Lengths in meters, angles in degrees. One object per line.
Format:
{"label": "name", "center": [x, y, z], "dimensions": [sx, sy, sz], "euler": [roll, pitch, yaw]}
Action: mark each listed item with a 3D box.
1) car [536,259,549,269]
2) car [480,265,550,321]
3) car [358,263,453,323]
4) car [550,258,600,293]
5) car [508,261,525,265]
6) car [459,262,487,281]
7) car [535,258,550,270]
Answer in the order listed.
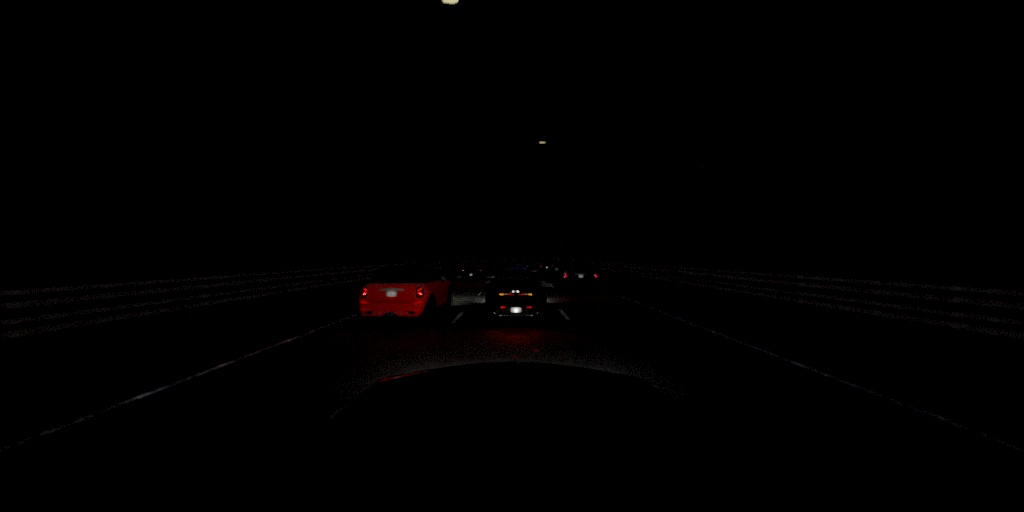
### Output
{"label": "car", "center": [4.758, 1.285, 56.611], "dimensions": [1.837, 1.490, 4.892], "euler": [0, 0, 3]}
{"label": "car", "center": [0.127, 1.233, 12.312], "dimensions": [1.837, 1.490, 4.892], "euler": [0, 0, 0]}
{"label": "car", "center": [-3.373, 1.080, 12.202], "dimensions": [2.097, 1.767, 4.553], "euler": [0, 0, 0]}
{"label": "car", "center": [3.606, 1.071, 20.722], "dimensions": [2.097, 1.767, 4.553], "euler": [0, 0, 1]}
{"label": "car", "center": [0.395, 1.196, 30.490], "dimensions": [1.882, 1.535, 5.008], "euler": [0, 0, 1]}
{"label": "car", "center": [-3.116, 1.243, 30.040], "dimensions": [1.812, 1.442, 4.674], "euler": [0, 0, 1]}
{"label": "car", "center": [4.231, 1.305, 44.652], "dimensions": [1.994, 1.385, 4.181], "euler": [0, 0, 2]}
